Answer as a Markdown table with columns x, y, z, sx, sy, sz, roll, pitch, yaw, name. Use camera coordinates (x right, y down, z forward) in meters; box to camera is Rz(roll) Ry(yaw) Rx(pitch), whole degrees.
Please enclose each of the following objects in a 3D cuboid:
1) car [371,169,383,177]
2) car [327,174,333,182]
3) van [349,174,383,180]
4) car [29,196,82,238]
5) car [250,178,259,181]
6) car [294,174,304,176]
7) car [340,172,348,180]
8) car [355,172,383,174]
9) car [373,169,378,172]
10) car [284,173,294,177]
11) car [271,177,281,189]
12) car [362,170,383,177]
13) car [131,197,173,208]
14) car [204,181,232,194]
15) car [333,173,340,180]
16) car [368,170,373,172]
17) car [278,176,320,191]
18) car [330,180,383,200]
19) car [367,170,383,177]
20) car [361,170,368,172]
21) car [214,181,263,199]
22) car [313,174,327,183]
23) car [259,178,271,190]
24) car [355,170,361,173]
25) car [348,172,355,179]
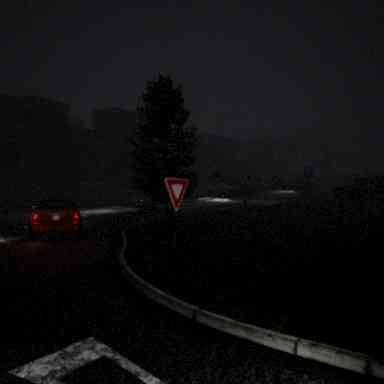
| x | y | z | sx | sy | sz | roll | pitch | yaw | name |
| --- | --- | --- | --- | --- | --- | --- | --- | --- | --- |
| 45.879 | -4.602 | 79.607 | 5.366 | 1.575 | 1.946 | 0 | 4 | 30 | car |
| 21.535 | -2.296 | 58.624 | 5.008 | 1.535 | 2.097 | -1 | 4 | 29 | car |
| 18.530 | -0.556 | 33.283 | 4.442 | 1.987 | 1.878 | 1 | 5 | 31 | van |
| -6.505 | 1.030 | 15.886 | 2.097 | 1.767 | 4.553 | 1 | 1 | -23 | car |
| 6.020 | -0.732 | 45.156 | 4.792 | 1.488 | 2.163 | -1 | 4 | 29 | car |
| 14.879 | -1.640 | 52.881 | 5.008 | 1.535 | 2.097 | -1 | 4 | 29 | car |
| 25.977 | -2.732 | 62.441 | 5.008 | 1.535 | 2.097 | -1 | 4 | 29 | car |
| 20.725 | -0.804 | 35.231 | 5.566 | 2.045 | 2.435 | 1 | 6 | 31 | car |
| 37.112 | -3.773 | 71.949 | 4.674 | 1.452 | 2.002 | -1 | 4 | 30 | car |
| 12.678 | -1.545 | 50.924 | 4.553 | 1.767 | 2.185 | -1 | 4 | 29 | car |
| 10.410 | -1.171 | 49.037 | 4.792 | 1.488 | 2.163 | -1 | 4 | 29 | car |
| 41.576 | -4.218 | 75.726 | 5.008 | 1.535 | 2.097 | 0 | 4 | 30 | car |
| -3.140 | 0.670 | 30.498 | 4.718 | 1.301 | 1.895 | -4 | 4 | -40 | car |
| 3.773 | -0.502 | 43.239 | 4.674 | 1.452 | 2.002 | -1 | 4 | 29 | car |
| 23.787 | -2.484 | 60.514 | 4.792 | 1.488 | 2.163 | -1 | 4 | 29 | car |
| 34.900 | -3.726 | 70.016 | 4.553 | 1.767 | 2.185 | -1 | 4 | 30 | car |
| 14.731 | -1.033 | 45.565 | 5.357 | 1.411 | 2.033 | -5 | 5 | -36 | car |
| 16.108 | -0.112 | 31.481 | 5.008 | 1.535 | 2.097 | 1 | 5 | 31 | car |
| 43.799 | -4.411 | 77.627 | 5.008 | 1.535 | 2.097 | 0 | 3 | 30 | car |
| 32.658 | -3.385 | 68.139 | 5.008 | 1.535 | 2.097 | -1 | 4 | 30 | car |
| 5.333 | -0.132 | 37.844 | 5.357 | 1.411 | 2.033 | -6 | 5 | -41 | car |
| 19.484 | -2.082 | 56.616 | 5.366 | 1.575 | 1.946 | -1 | 4 | 29 | car |
| 8.233 | -1.106 | 47.069 | 4.553 | 1.767 | 2.185 | -1 | 4 | 29 | car |
| 30.432 | -3.166 | 66.234 | 4.892 | 1.521 | 2.231 | -1 | 4 | 30 | car |
| 28.208 | -2.948 | 64.336 | 4.892 | 1.521 | 2.231 | -1 | 4 | 29 | car |
